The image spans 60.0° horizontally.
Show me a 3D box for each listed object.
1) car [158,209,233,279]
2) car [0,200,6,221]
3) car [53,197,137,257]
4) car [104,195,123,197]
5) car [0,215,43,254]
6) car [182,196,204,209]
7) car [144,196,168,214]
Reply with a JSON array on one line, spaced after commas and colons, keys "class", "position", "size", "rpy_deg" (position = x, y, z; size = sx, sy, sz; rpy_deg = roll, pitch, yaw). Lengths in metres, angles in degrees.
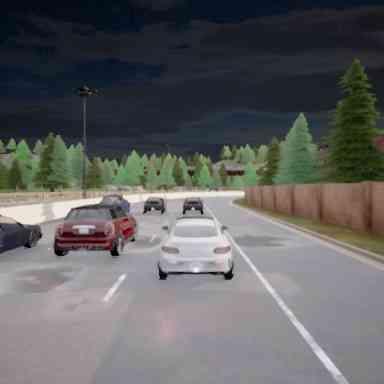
[{"class": "car", "position": [0.086, 1.428, 9.605], "size": [1.812, 1.442, 4.674], "rpy_deg": [0, 1, 0]}, {"class": "car", "position": [-14.099, 1.312, 21.255], "size": [1.812, 1.442, 4.674], "rpy_deg": [0, 1, 0]}, {"class": "car", "position": [-3.401, 1.224, 12.582], "size": [2.097, 1.767, 4.553], "rpy_deg": [0, 0, 0]}, {"class": "car", "position": [-6.902, 1.052, 29.888], "size": [2.097, 1.767, 4.553], "rpy_deg": [0, 1, 0]}, {"class": "car", "position": [-6.901, 1.437, 10.913], "size": [2.033, 1.411, 5.357], "rpy_deg": [0, 1, 0]}, {"class": "car", "position": [0.098, 1.189, 31.424], "size": [1.837, 1.490, 4.892], "rpy_deg": [0, 1, 0]}, {"class": "car", "position": [-3.403, 1.190, 31.330], "size": [1.837, 1.490, 4.892], "rpy_deg": [0, 1, 0]}]
